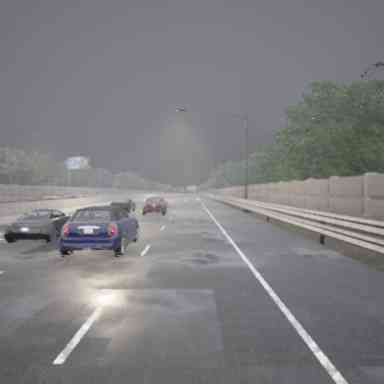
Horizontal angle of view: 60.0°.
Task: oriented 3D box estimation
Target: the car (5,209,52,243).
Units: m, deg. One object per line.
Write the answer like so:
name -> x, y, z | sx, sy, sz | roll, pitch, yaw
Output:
car -> -6.901, 1.504, 15.740 | 1.994, 1.385, 4.181 | 0, 0, 0

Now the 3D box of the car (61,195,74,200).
car -> -24.503, 1.255, 66.450 | 1.882, 1.535, 5.008 | 0, 0, 0

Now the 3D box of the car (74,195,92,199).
car -> -21.002, 1.391, 65.428 | 1.895, 1.301, 4.718 | 0, 0, 0

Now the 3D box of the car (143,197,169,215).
car -> -3.402, 1.231, 31.789 | 2.097, 1.767, 4.553 | 0, 0, 0

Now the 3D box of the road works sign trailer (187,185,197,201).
road works sign trailer -> -0.003, 0.255, 73.198 | 2.380, 3.560, 2.880 | 0, 0, 0

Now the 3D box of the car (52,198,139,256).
car -> -3.400, 1.301, 13.053 | 2.097, 1.767, 4.553 | 0, 0, 0

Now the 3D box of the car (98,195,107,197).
car -> -17.505, 1.322, 65.196 | 1.812, 1.442, 4.674 | 0, 0, 0
